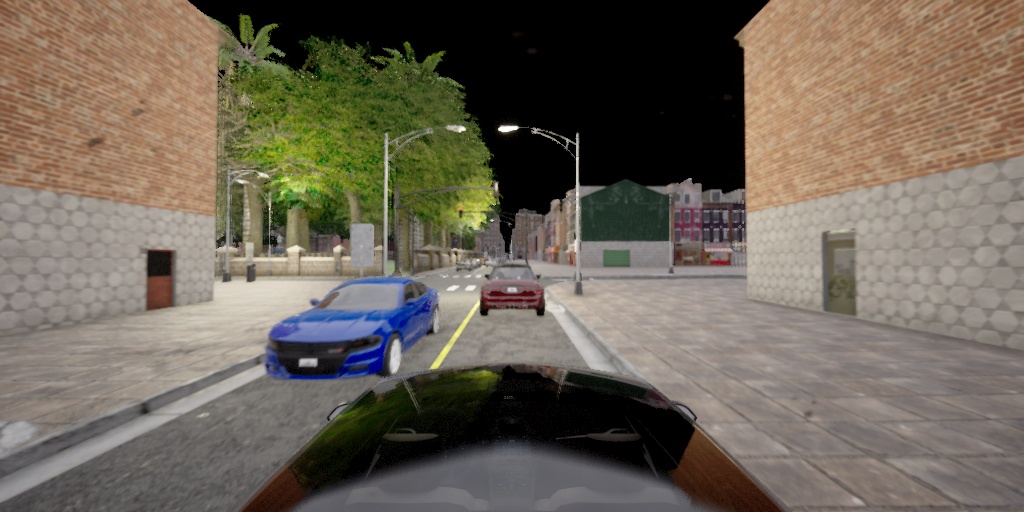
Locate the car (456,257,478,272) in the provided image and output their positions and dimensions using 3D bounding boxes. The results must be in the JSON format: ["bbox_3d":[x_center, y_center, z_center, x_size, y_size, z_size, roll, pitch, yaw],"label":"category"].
[{"bbox_3d":[-5.528,1.104,41.991,2.007,1.370,4.403,0,0,0],"label":"car"}]

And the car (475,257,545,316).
[{"bbox_3d":[0.027,1.041,13.207,2.097,1.767,4.553,0,0,1],"label":"car"}]

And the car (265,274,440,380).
[{"bbox_3d":[-2.820,1.197,7.484,1.882,1.535,5.008,0,0,0],"label":"car"}]

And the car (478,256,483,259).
[{"bbox_3d":[-5.559,1.075,49.127,2.007,1.370,4.403,0,0,0],"label":"car"}]
